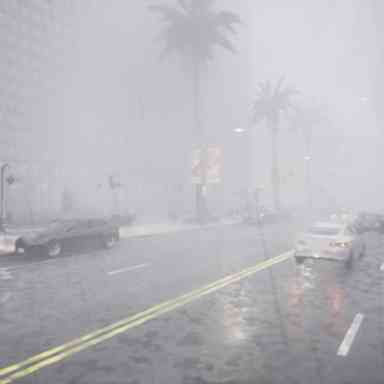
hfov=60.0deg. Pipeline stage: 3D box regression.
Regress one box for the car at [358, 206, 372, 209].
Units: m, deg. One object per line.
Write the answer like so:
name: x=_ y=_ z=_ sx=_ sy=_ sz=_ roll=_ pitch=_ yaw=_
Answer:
car: x=27.092 y=2.871 z=52.012 sx=1.812 sy=1.442 sz=4.674 roll=-1 pitch=-2 yaw=34

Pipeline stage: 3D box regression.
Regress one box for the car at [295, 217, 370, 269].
car: x=5.295 y=1.859 z=12.561 sx=1.812 sy=1.442 sz=4.674 roll=-1 pitch=-2 yaw=34

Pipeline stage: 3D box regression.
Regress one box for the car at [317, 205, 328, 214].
car: x=23.031 y=2.989 z=57.733 sx=2.231 sy=1.521 sz=4.892 roll=-1 pitch=-2 yaw=33

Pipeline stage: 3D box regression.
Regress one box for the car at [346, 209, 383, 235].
car: x=12.573 y=2.155 z=23.400 sx=2.033 sy=1.411 sz=5.357 roll=-1 pitch=-2 yaw=34

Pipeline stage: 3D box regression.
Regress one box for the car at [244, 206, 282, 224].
car: x=6.908 y=2.238 z=33.189 sx=2.185 sy=1.767 sz=4.553 roll=-1 pitch=-2 yaw=33

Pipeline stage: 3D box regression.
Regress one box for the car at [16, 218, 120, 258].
car: x=-5.379 y=1.936 z=15.024 sx=2.161 sy=1.482 sz=4.786 roll=-1 pitch=-2 yaw=33

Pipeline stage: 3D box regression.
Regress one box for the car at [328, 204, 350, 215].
car: x=24.058 y=2.751 z=53.769 sx=2.097 sy=1.767 sz=4.553 roll=-1 pitch=-2 yaw=34
